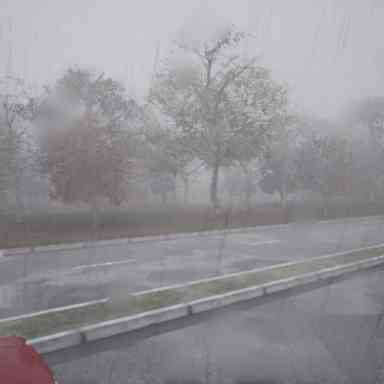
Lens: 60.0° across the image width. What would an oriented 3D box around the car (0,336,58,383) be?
[{"bbox_3d":[-2.935,1.608,1.346,4.718,1.301,1.895,0,0,-35],"label":"car"}]
